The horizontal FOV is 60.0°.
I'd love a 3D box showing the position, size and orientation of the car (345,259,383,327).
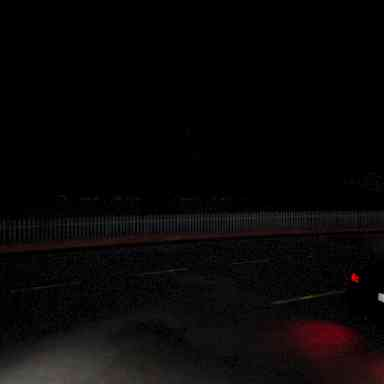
[{"bbox_3d":[4.746,1.564,5.745,4.181,1.385,1.994,0,0,-24],"label":"car"}]
